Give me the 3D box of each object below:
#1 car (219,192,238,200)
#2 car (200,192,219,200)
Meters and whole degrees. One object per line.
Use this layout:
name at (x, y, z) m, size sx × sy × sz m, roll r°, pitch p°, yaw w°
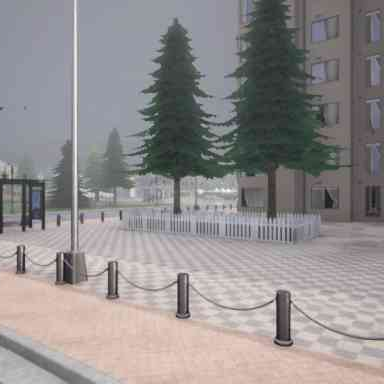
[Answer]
car at (9.519, 1.369, 84.721) m, size 3.633 × 1.501 × 1.845 m, roll 0°, pitch 0°, yaw 35°
car at (5.155, 1.379, 91.422) m, size 3.806 × 1.475 × 1.970 m, roll 0°, pitch 0°, yaw 35°
